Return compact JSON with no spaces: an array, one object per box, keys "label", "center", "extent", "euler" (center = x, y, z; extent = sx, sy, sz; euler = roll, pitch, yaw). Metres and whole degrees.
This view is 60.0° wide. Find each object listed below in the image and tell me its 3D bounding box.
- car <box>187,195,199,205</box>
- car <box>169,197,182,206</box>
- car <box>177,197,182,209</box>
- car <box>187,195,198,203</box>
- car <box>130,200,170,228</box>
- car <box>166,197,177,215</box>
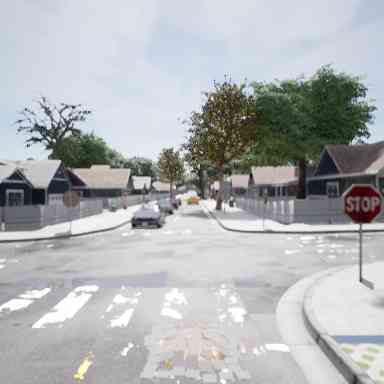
[{"label":"car","center":[0.200,1.415,56.917],"extent":[1.882,1.535,5.008],"euler":[0,0,0]},{"label":"car","center":[-2.700,1.539,54.676],"extent":[1.895,1.301,4.718],"euler":[0,0,1]},{"label":"car","center":[-2.761,1.548,44.176],"extent":[1.895,1.301,4.718],"euler":[0,0,0]},{"label":"car","center":[0.121,1.423,66.877],"extent":[2.128,1.511,4.902],"euler":[0,0,0]},{"label":"car","center":[-2.812,1.521,22.322],"extent":[2.033,1.411,5.357],"euler":[0,0,0]},{"label":"car","center":[-2.787,1.485,32.897],"extent":[1.812,1.442,4.674],"euler":[0,0,0]}]
